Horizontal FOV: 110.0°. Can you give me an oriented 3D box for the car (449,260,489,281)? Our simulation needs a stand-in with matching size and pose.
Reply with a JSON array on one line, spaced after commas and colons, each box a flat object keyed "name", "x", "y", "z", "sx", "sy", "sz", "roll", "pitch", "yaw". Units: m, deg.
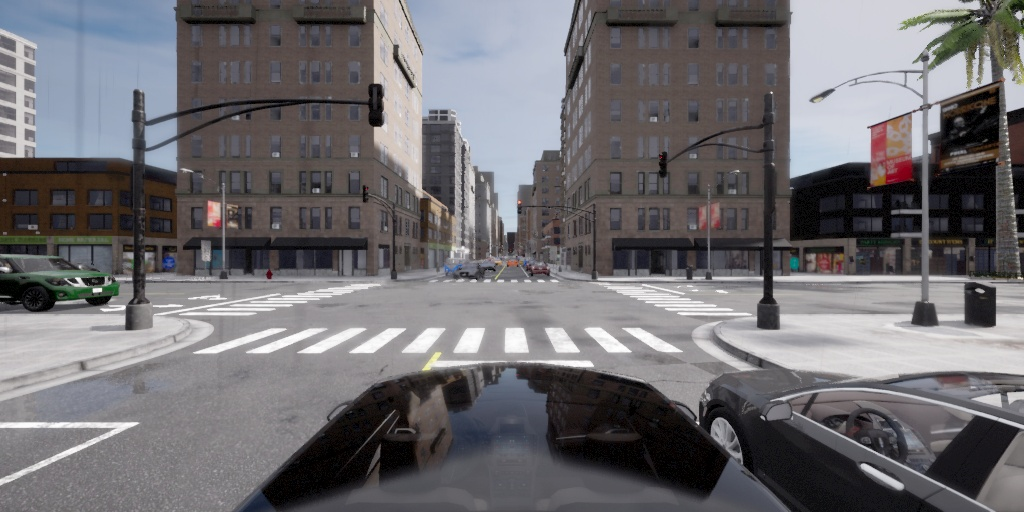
[{"name": "car", "x": -3.550, "y": 1.315, "z": 30.381, "sx": 1.994, "sy": 1.385, "sz": 4.181, "roll": 0, "pitch": 0, "yaw": 7}]

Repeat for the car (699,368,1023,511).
[{"name": "car", "x": 2.668, "y": 1.300, "z": 1.793, "sx": 2.007, "sy": 1.370, "sz": 4.403, "roll": 0, "pitch": 0, "yaw": 0}]

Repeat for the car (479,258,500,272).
[{"name": "car", "x": -3.002, "y": 1.301, "z": 47.105, "sx": 2.033, "sy": 1.411, "sz": 5.357, "roll": 0, "pitch": 0, "yaw": 0}]

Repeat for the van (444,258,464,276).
[{"name": "van", "x": -5.785, "y": 1.093, "z": 36.461, "sx": 1.690, "sy": 1.789, "sz": 3.998, "roll": 0, "pitch": 0, "yaw": 0}]

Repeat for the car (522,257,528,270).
[{"name": "car", "x": 2.768, "y": 1.193, "z": 47.781, "sx": 1.967, "sy": 1.591, "sz": 4.097, "roll": 0, "pitch": 0, "yaw": 0}]

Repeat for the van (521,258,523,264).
[{"name": "van", "x": 2.795, "y": 1.094, "z": 59.119, "sx": 1.690, "sy": 1.789, "sz": 3.998, "roll": 0, "pitch": 0, "yaw": 0}]

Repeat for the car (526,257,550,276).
[{"name": "car", "x": 2.741, "y": 1.192, "z": 36.442, "sx": 1.967, "sy": 1.591, "sz": 4.097, "roll": 0, "pitch": 0, "yaw": 0}]

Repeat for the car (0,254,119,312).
[{"name": "car", "x": -18.522, "y": 0.949, "z": 13.607, "sx": 5.566, "sy": 2.045, "sz": 2.150, "roll": 0, "pitch": 0, "yaw": 0}]
